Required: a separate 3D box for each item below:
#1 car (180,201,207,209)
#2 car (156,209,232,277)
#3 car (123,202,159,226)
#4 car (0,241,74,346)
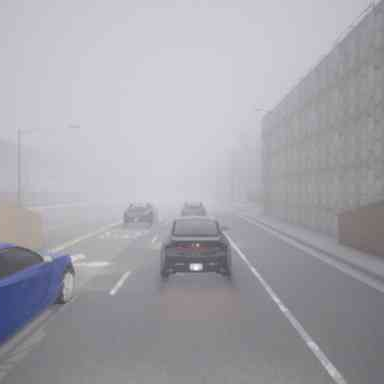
[{"bbox_3d":[0.092,1.441,25.657,2.128,1.511,4.902,0,0,0],"label":"car"},{"bbox_3d":[0.098,1.484,10.122,1.837,1.490,4.892,0,0,0],"label":"car"},{"bbox_3d":[-3.407,1.448,22.741,2.128,1.511,4.902,0,0,0],"label":"car"},{"bbox_3d":[-3.402,1.468,5.030,1.882,1.535,5.008,0,0,0],"label":"car"}]
